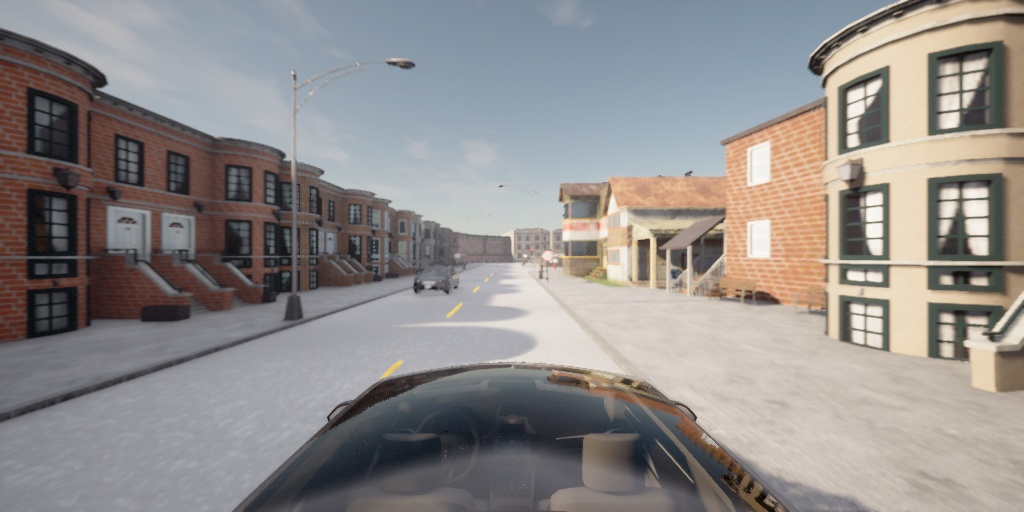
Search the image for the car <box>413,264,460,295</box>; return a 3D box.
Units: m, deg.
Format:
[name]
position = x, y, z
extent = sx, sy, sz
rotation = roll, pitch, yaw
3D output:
[car]
position = -4.106, 1.239, 20.021
extent = 2.128, 1.511, 4.902
rotation = 0, 0, 0
